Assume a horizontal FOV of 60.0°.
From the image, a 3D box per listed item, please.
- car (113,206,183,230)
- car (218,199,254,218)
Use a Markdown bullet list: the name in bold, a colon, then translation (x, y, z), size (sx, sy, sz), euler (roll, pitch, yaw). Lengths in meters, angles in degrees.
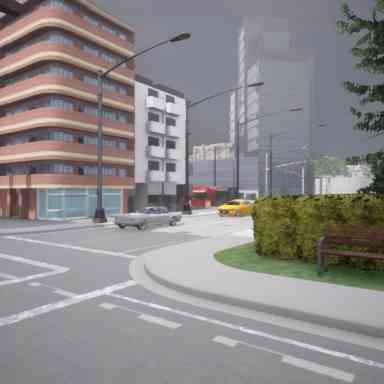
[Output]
- **car**: translation (-2.726, 1.601, 21.251), size (1.895, 1.301, 4.718), euler (0, 0, 36)
- **car**: translation (4.216, 1.478, 30.905), size (1.882, 1.535, 5.008), euler (0, 0, 36)
